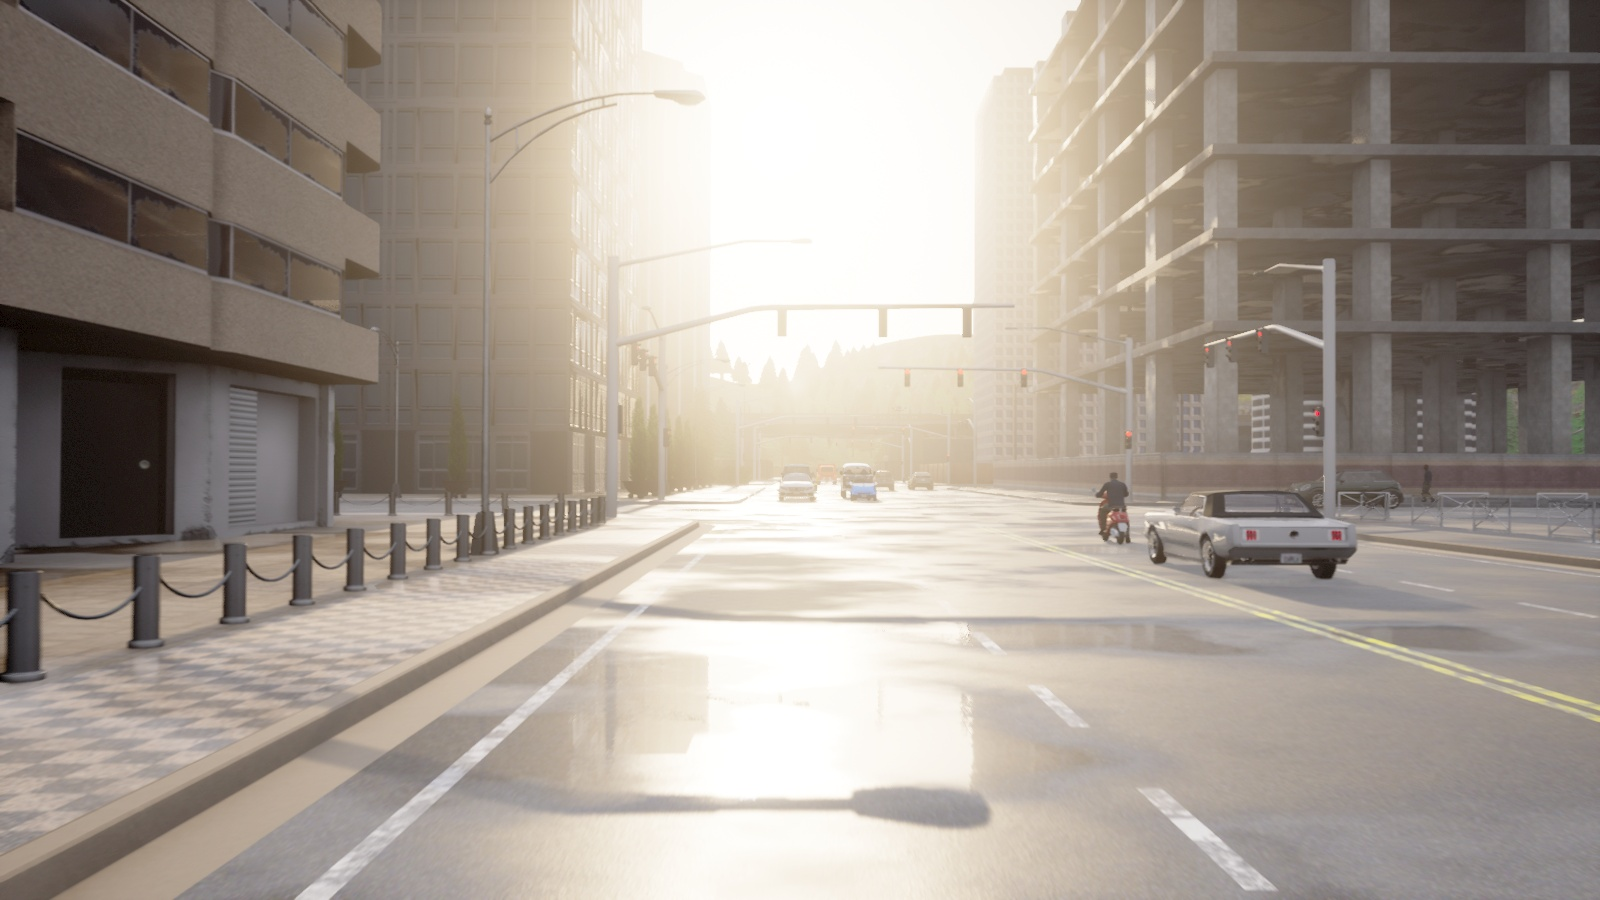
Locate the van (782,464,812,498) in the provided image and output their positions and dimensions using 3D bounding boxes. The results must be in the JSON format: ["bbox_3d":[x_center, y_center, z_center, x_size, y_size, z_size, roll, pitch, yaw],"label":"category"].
[{"bbox_3d":[-0.185,1.831,75.674,1.775,1.987,4.442,0,-1,0],"label":"van"}]

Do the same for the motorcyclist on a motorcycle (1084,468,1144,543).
[{"bbox_3d":[6.932,1.206,27.835,0.866,1.590,1.817,0,-1,0],"label":"motorcyclist on a motorcycle"}]

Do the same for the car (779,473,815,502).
[{"bbox_3d":[-0.161,1.952,66.356,1.812,1.442,4.674,0,-1,0],"label":"car"}]

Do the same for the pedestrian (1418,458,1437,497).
[{"bbox_3d":[29.294,1.285,58.639,0.726,1.835,0.370,0,-1,13],"label":"pedestrian"}]

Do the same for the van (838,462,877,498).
[{"bbox_3d":[3.319,1.759,73.796,2.069,2.038,4.480,0,-1,0],"label":"van"}]

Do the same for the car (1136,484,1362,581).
[{"bbox_3d":[6.952,1.222,20.020,1.895,1.301,4.718,0,-1,0],"label":"car"}]

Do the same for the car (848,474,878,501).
[{"bbox_3d":[3.338,1.970,66.565,1.481,1.376,2.207,0,-1,0],"label":"car"}]

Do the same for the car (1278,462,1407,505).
[{"bbox_3d":[22.933,1.417,53.235,4.553,1.767,2.097,0,-1,0],"label":"car"}]
